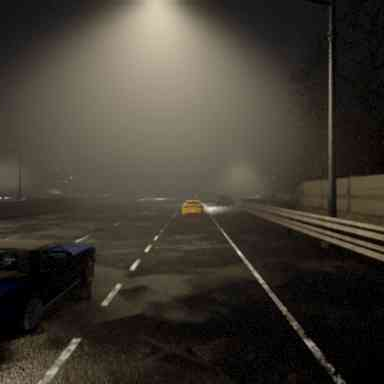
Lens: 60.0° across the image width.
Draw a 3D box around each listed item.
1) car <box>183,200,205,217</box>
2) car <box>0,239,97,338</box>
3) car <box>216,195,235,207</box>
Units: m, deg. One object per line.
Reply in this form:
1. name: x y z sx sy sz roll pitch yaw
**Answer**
1. car: 0.188 1.483 31.544 1.882 1.535 5.008 0 0 3
2. car: -3.402 1.601 6.622 1.895 1.301 4.718 0 0 0
3. car: 6.014 1.605 59.539 2.150 2.045 5.566 0 -1 21
